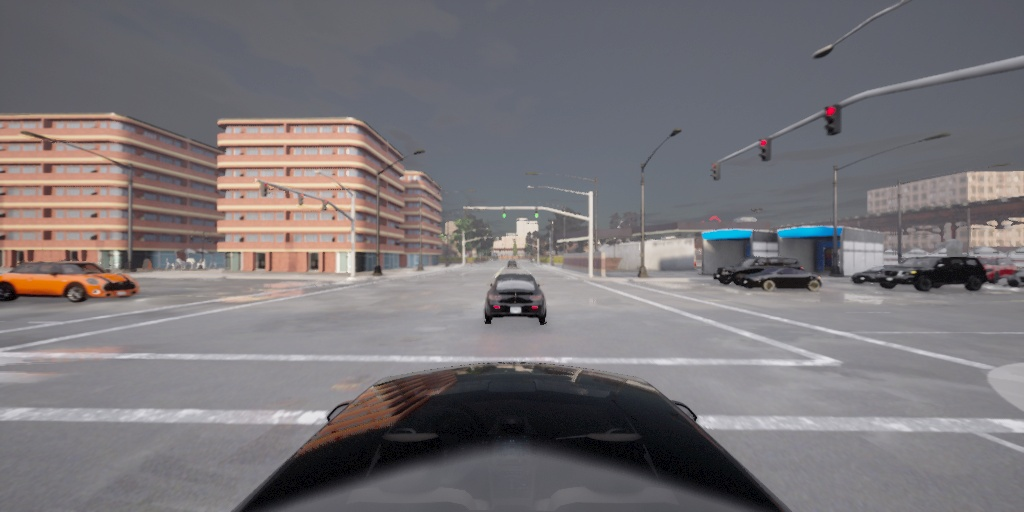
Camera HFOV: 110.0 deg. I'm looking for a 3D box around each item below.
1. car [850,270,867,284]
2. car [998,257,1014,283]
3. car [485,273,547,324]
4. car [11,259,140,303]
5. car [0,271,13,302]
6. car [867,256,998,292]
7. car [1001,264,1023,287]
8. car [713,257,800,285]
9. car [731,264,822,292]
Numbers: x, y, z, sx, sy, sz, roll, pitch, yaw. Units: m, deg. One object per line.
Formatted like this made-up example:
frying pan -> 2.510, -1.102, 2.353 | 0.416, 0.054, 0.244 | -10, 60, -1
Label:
car -> 26.640, 1.399, 25.513 | 4.181, 1.385, 1.994 | 0, 0, -8
car -> 36.682, 1.065, 27.873 | 5.566, 2.045, 2.150 | 0, 0, -22
car -> 0.107, 1.293, 12.025 | 1.812, 1.442, 4.674 | 0, 0, 0
car -> -19.427, 1.035, 15.858 | 4.553, 1.767, 2.097 | 1, 0, 1
car -> -20.931, 1.257, 12.391 | 4.718, 1.301, 1.895 | 1, 0, 2
car -> 25.499, 1.044, 21.857 | 5.566, 2.045, 2.150 | 0, 0, -5
car -> 35.296, 1.393, 23.780 | 4.181, 1.385, 1.994 | 0, 0, -18
car -> 17.239, 1.055, 25.174 | 5.566, 2.045, 2.150 | 0, 0, 1
car -> 16.146, 1.385, 21.741 | 4.181, 1.385, 1.994 | 0, 0, 0
